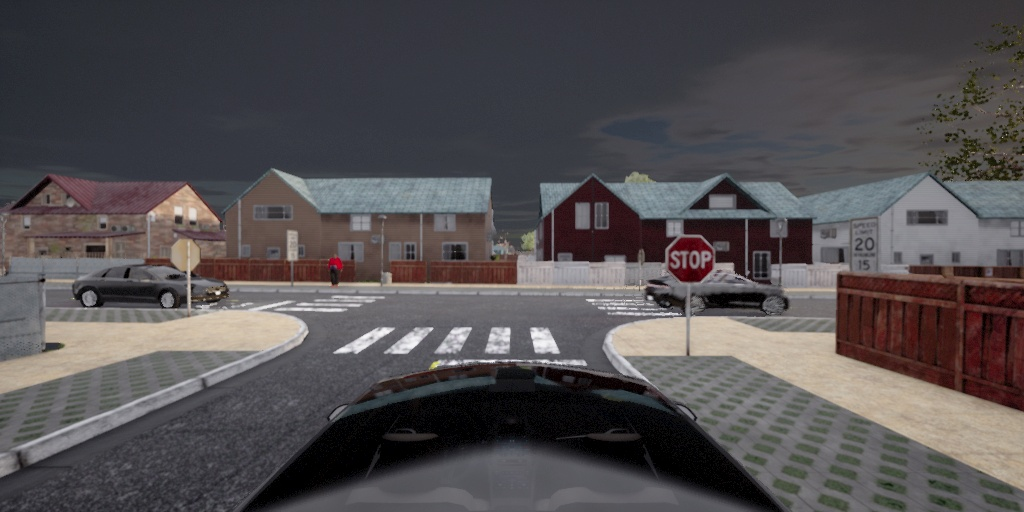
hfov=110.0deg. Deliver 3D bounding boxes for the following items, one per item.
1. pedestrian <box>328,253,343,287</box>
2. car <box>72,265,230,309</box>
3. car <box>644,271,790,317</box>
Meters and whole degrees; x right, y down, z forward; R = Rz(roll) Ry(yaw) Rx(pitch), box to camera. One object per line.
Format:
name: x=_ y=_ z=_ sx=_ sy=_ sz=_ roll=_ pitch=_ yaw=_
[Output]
pedestrian: x=-9.399 y=0.714 z=19.007 sx=0.375 sy=1.860 sz=0.375 roll=0 pitch=0 yaw=1
car: x=-13.112 y=1.079 z=13.168 sx=4.892 sy=1.490 sz=1.837 roll=1 pitch=0 yaw=3
car: x=7.246 y=1.270 z=12.771 sx=4.902 sy=1.511 sz=2.128 roll=1 pitch=0 yaw=-6
